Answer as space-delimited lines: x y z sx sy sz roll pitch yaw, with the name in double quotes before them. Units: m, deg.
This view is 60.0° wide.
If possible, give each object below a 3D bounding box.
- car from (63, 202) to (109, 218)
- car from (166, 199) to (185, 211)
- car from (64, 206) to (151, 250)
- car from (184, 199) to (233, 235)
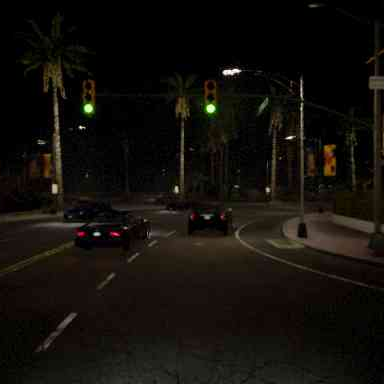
"car" -7.917 1.489 25.917 1.812 1.442 4.674 0 0 19
"car" -0.797 1.491 39.859 2.033 1.411 5.357 0 0 35
"car" -3.143 1.528 14.168 2.033 1.411 5.357 0 0 4
"car" 1.178 1.325 18.930 2.097 1.767 4.553 0 0 11
